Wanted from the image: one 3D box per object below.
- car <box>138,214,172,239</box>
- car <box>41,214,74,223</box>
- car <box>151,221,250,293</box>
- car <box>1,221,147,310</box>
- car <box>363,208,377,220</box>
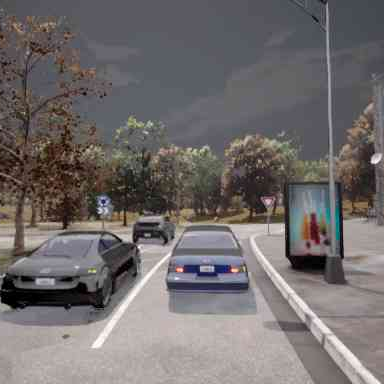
[{"bbox_3d":[-2.003,1.985,18.620,1.837,1.490,4.892,0,-3,4],"label":"car"},{"bbox_3d":[-21.743,4.337,54.022,5.008,1.535,1.882,2,-4,-24],"label":"car"},{"bbox_3d":[0.435,1.610,9.004,2.033,1.411,5.357,0,-1,3],"label":"car"},{"bbox_3d":[-2.531,1.612,7.961,1.994,1.385,4.181,0,-1,3],"label":"car"},{"bbox_3d":[23.966,2.646,41.590,4.902,1.511,2.128,-5,-3,-7],"label":"car"}]
